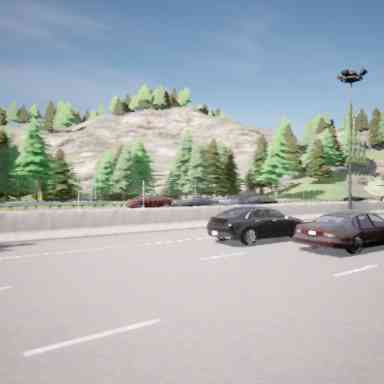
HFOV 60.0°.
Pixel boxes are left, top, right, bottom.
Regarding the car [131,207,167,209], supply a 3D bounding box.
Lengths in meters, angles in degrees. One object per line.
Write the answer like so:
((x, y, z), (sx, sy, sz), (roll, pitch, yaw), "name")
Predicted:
((-4.402, 1.056, 35.104), (5.008, 1.535, 1.882), (0, 1, -35), "car")

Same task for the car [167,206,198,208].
((0.497, 1.174, 34.284), (5.357, 1.411, 2.033), (0, 1, -35), "car")

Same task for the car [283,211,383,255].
((6.260, 1.454, 12.803), (5.357, 1.411, 2.033), (0, 1, -32), "car")

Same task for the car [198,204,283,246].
((2.887, 1.366, 14.461), (4.892, 1.490, 1.837), (0, 0, -34), "car")

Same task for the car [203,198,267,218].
((3.665, 1.269, 27.949), (5.357, 1.411, 2.033), (0, 1, -35), "car")

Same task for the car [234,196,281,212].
((6.827, 1.154, 34.423), (5.008, 1.535, 1.882), (0, 1, -35), "car")
